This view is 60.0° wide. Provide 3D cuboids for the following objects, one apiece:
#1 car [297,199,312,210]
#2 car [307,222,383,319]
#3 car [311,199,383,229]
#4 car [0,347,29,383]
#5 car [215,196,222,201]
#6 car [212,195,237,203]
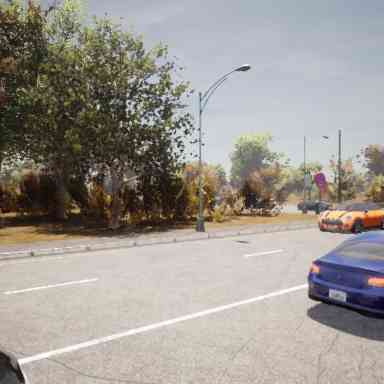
[{"bbox_3d":[14.574,1.559,39.447,1.994,1.385,4.181,0,0,-32],"label":"car"},{"bbox_3d":[4.257,1.525,6.794,4.674,1.442,1.812,0,0,-36],"label":"car"},{"bbox_3d":[9.342,1.349,19.281,4.553,1.767,2.097,0,0,-36],"label":"car"},{"bbox_3d":[-3.339,1.492,1.362,4.902,1.511,2.128,0,0,-36],"label":"car"},{"bbox_3d":[3.934,1.454,56.262,1.812,1.442,4.674,0,1,-32],"label":"car"},{"bbox_3d":[6.330,1.394,65.924,2.033,1.411,5.357,0,1,-33],"label":"car"}]
